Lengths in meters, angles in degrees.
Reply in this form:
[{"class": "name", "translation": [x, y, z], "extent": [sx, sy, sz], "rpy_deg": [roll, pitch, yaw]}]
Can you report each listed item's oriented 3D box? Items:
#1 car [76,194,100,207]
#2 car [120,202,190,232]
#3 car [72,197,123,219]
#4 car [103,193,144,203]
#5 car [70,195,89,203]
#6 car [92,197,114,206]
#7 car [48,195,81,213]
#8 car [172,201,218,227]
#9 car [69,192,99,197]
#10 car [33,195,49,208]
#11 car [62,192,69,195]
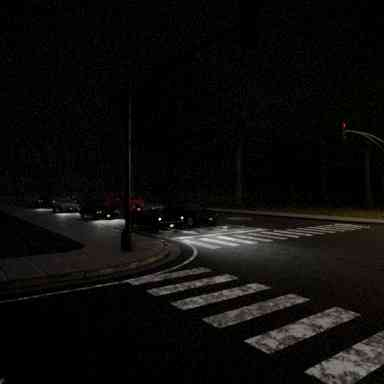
[{"class": "car", "translation": [-15.631, 1.185, 49.794], "extent": [2.097, 1.767, 4.553], "rpy_deg": [0, 0, -35]}, {"class": "car", "translation": [-2.397, 1.541, 20.214], "extent": [1.895, 1.301, 4.718], "rpy_deg": [0, 0, -36]}, {"class": "car", "translation": [-8.056, 1.454, 28.027], "extent": [2.033, 1.411, 5.357], "rpy_deg": [0, 0, -36]}, {"class": "car", "translation": [-6.206, 1.117, 31.010], "extent": [2.150, 2.045, 5.566], "rpy_deg": [0, 0, -36]}, {"class": "car", "translation": [-21.607, 1.293, 63.660], "extent": [2.128, 1.511, 4.902], "rpy_deg": [0, 0, -36]}, {"class": "car", "translation": [-14.380, 1.424, 53.687], "extent": [1.895, 1.301, 4.718], "rpy_deg": [0, 0, -36]}, {"class": "car", "translation": [-13.677, 1.402, 35.787], "extent": [1.812, 1.442, 4.674], "rpy_deg": [0, 0, -36]}, {"class": "car", "translation": [-0.245, 1.409, 22.788], "extent": [1.882, 1.535, 5.008], "rpy_deg": [0, 0, -35]}, {"class": "car", "translation": [-12.492, 1.085, 39.688], "extent": [2.150, 2.045, 5.566], "rpy_deg": [0, 0, -36]}, {"class": "car", "translation": [-19.635, 1.202, 44.067], "extent": [2.097, 1.767, 4.553], "rpy_deg": [0, 0, -35]}, {"class": "car", "translation": [-21.442, 1.037, 57.716], "extent": [2.150, 2.045, 5.566], "rpy_deg": [0, 0, -36]}]
